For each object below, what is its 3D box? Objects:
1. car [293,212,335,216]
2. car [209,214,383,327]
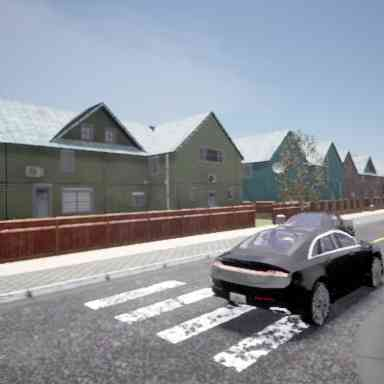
[{"bbox_3d":[4.982,1.545,13.709,5.357,1.411,2.033,-1,-1,-45],"label":"car"},{"bbox_3d":[2.443,1.455,7.039,4.902,1.511,2.128,-1,-1,-45],"label":"car"}]
